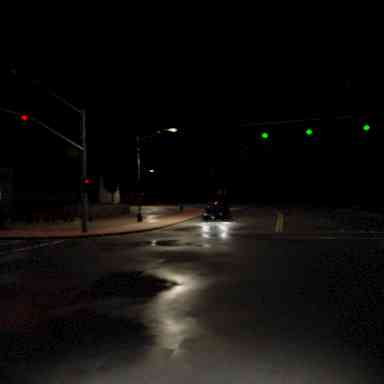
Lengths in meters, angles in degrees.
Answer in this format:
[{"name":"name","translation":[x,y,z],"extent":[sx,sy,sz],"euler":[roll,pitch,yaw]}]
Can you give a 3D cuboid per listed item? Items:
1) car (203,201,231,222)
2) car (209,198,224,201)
[{"name":"car","translation":[2.271,1.785,29.245],"extent":[1.812,1.442,4.674],"euler":[-2,0,15]},{"name":"car","translation":[4.154,1.791,55.842],"extent":[2.097,1.767,4.553],"euler":[-3,-1,-14]}]
